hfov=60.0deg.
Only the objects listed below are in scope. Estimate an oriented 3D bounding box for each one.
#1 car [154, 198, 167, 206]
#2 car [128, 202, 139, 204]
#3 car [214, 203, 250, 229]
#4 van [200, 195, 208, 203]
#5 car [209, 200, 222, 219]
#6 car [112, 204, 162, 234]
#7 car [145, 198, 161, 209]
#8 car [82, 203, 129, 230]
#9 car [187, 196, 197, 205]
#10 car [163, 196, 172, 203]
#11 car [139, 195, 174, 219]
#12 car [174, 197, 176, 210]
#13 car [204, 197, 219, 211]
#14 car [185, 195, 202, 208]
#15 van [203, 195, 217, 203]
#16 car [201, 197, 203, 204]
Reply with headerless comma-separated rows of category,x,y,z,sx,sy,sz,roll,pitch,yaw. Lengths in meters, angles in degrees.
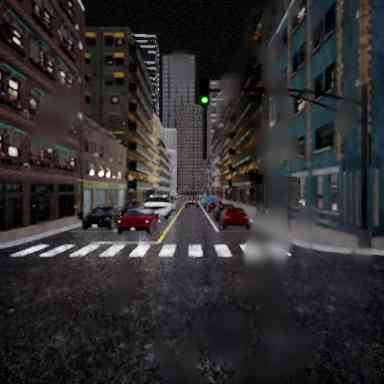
car,-5.690,1.706,60.287,1.802,1.307,4.206,0,0,0
car,-5.693,1.628,32.670,1.947,1.339,4.313,0,0,0
car,2.686,1.621,21.610,1.802,1.307,4.206,0,0,0
van,2.691,1.506,76.845,1.690,1.788,3.998,-1,0,0
car,2.687,1.616,27.133,1.947,1.339,4.313,0,0,0
car,-3.091,1.636,19.621,1.895,1.301,4.718,0,0,0
car,-5.692,1.643,49.241,1.887,1.381,4.507,0,0,0
car,-5.695,1.605,21.623,1.947,1.339,4.313,0,0,0
car,0.008,1.604,61.072,1.882,1.535,5.008,0,0,0
car,-5.689,1.691,76.688,1.752,1.417,4.829,0,0,0
car,-3.081,1.276,30.090,2.150,2.045,5.566,0,0,0
car,-3.063,1.681,41.092,1.895,1.301,4.718,0,0,0
car,2.688,1.618,38.180,1.887,1.381,4.507,0,0,0
car,0.005,1.593,50.649,2.128,1.511,4.902,0,0,0
van,2.687,1.427,43.704,1.690,1.788,3.998,0,0,0
car,2.690,1.664,49.227,1.947,1.339,4.313,0,0,0
